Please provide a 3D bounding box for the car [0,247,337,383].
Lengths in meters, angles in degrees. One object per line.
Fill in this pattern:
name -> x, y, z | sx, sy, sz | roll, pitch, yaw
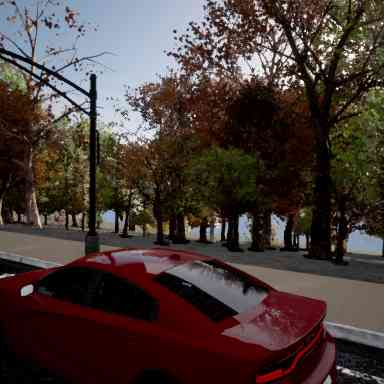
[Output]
car -> -0.866, 1.477, 4.293 | 5.008, 1.535, 1.882 | 0, 0, 35
